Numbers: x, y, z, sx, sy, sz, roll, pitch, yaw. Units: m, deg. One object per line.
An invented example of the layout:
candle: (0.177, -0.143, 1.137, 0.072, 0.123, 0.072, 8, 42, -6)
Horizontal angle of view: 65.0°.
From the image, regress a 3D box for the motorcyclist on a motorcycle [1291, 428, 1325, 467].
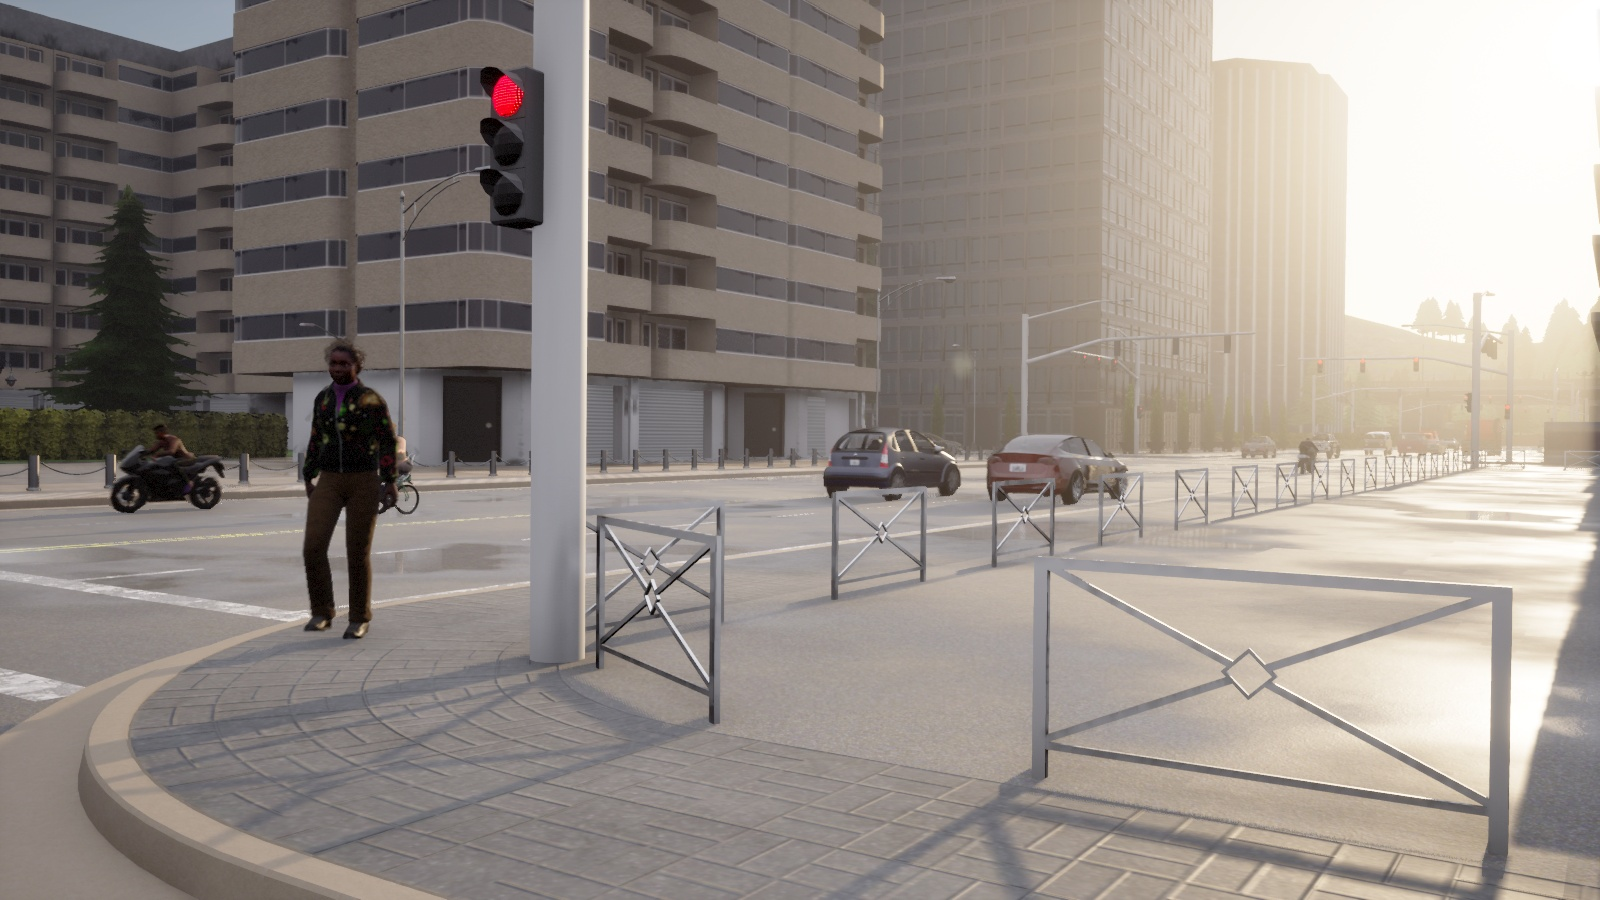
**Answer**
motorcyclist on a motorcycle: (20.693, -0.119, 51.155, 0.866, 1.530, 2.191, 0, 1, 33)

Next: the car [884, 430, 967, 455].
car: (7.934, -0.478, 79.638, 4.892, 1.490, 1.837, 0, 1, 33)

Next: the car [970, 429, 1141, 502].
car: (5.882, 0.290, 28.451, 2.163, 1.488, 4.792, 0, 1, 33)

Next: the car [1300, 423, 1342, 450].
car: (36.743, -0.994, 88.571, 1.932, 1.855, 4.605, 0, 1, 33)

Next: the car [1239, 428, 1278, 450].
car: (32.145, -0.781, 87.929, 1.789, 1.549, 3.705, 0, 1, 33)

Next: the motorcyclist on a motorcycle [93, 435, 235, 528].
motorcyclist on a motorcycle: (-11.000, 0.516, 21.790, 0.797, 1.523, 2.044, 0, 1, 33)

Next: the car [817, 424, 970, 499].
car: (2.256, 0.209, 29.298, 1.851, 1.617, 3.988, 0, 1, 33)

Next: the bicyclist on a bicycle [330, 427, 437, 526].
bicyclist on a bicycle: (-7.079, 0.439, 21.404, 0.866, 1.612, 1.509, 0, 0, 33)

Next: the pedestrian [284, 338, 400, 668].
pedestrian: (-2.788, 0.306, 7.695, 0.395, 1.930, 0.692, 0, 1, 4)
